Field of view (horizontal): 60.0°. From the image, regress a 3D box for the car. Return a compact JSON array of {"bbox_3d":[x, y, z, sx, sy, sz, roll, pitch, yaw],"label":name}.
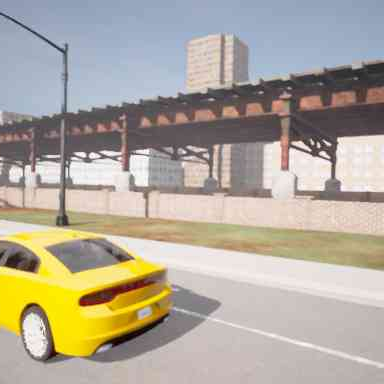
[{"bbox_3d":[-2.644,1.410,5.878,5.008,1.535,1.882,1,1,36],"label":"car"}]
